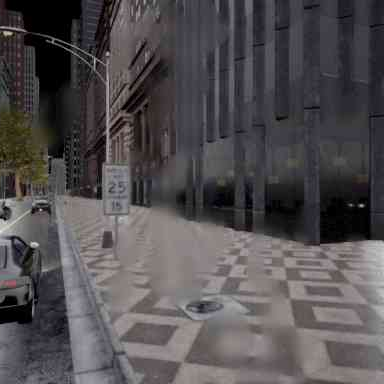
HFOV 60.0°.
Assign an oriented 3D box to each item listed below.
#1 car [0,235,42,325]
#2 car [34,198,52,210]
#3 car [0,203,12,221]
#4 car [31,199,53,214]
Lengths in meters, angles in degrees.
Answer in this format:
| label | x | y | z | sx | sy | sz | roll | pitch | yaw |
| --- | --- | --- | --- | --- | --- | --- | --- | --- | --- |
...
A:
| label | x | y | z | sx | sy | sz | roll | pitch | yaw |
| --- | --- | --- | --- | --- | --- | --- | --- | --- | --- |
| car | -4.169 | 1.569 | 6.740 | 1.994 | 1.385 | 4.181 | 0 | 0 | -23 |
| car | -20.123 | 1.597 | 45.195 | 2.033 | 1.411 | 5.357 | 0 | 0 | -22 |
| car | -15.872 | 1.584 | 26.889 | 1.994 | 1.385 | 4.181 | 0 | 0 | -22 |
| car | -16.084 | 1.535 | 35.598 | 1.837 | 1.490 | 4.892 | 0 | 0 | -22 |
